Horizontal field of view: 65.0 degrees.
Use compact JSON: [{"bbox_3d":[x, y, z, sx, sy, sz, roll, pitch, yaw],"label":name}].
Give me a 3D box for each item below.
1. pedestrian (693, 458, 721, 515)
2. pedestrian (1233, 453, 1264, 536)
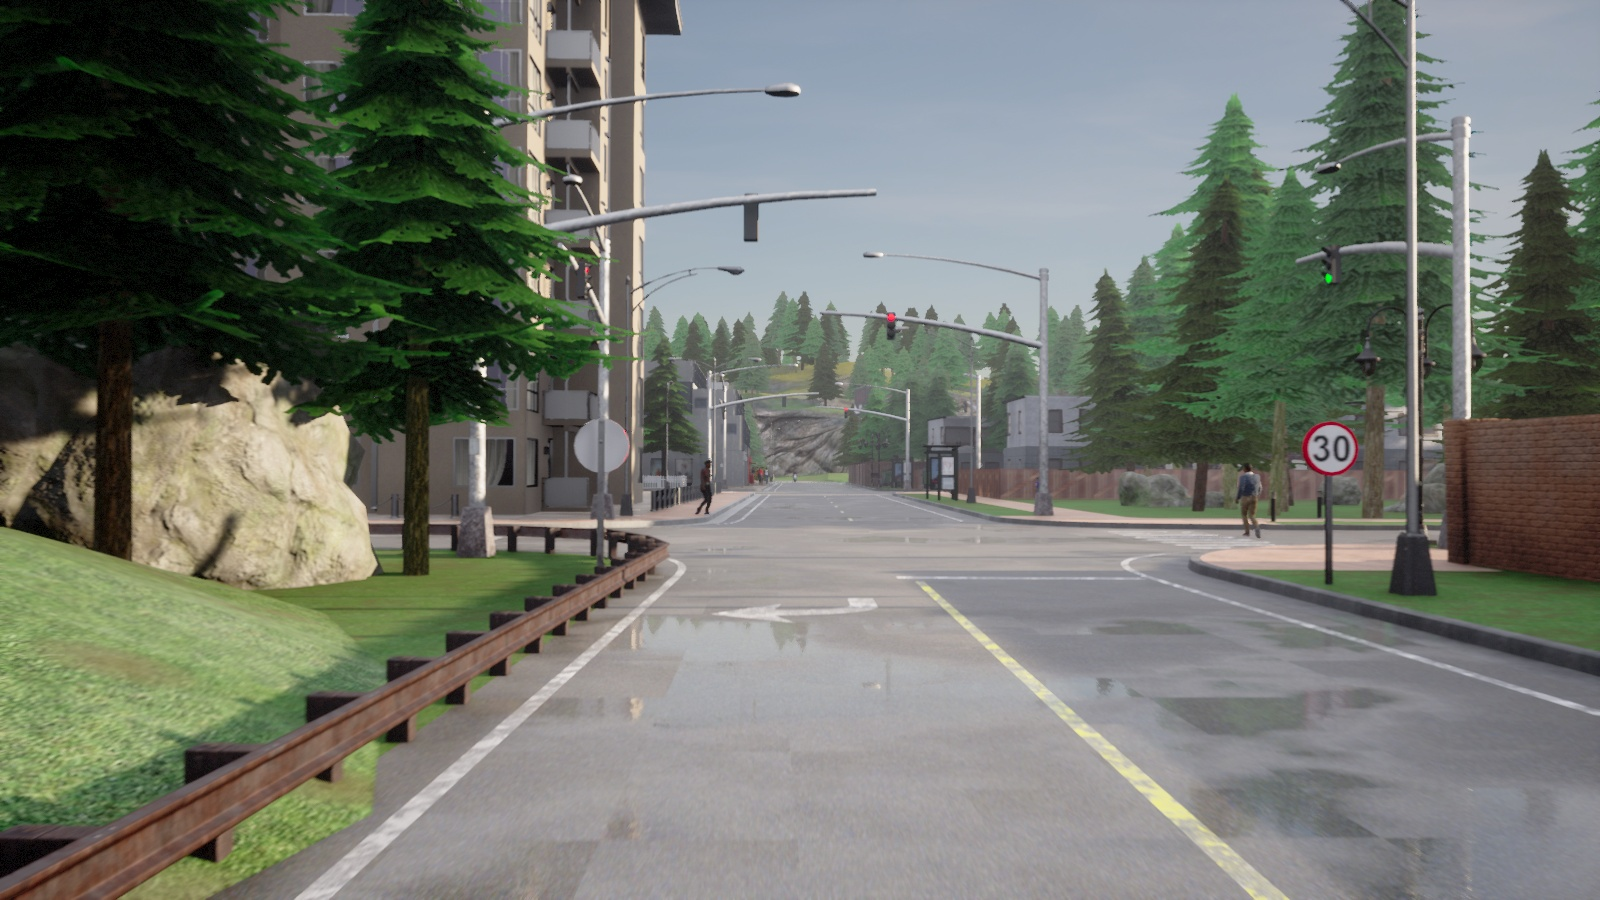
[{"bbox_3d":[-2.972,1.172,40.107,0.869,1.805,0.328,-1,-1,37],"label":"pedestrian"},{"bbox_3d":[10.642,1.042,29.805,0.423,1.949,0.788,0,-1,-2],"label":"pedestrian"}]
